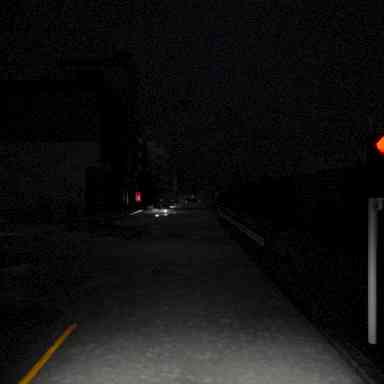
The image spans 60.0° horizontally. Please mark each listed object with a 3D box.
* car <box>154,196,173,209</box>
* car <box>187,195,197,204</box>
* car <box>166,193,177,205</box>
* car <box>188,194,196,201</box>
[{"bbox_3d":[-4.061,1.579,45.680,1.994,1.385,4.181,0,0,0],"label":"car"},{"bbox_3d":[0.046,1.513,66.262,2.128,1.511,4.902,0,0,0],"label":"car"},{"bbox_3d":[-4.047,1.370,55.411,2.097,1.767,4.553,0,0,0],"label":"car"},{"bbox_3d":[0.051,1.335,76.682,1.882,1.535,5.008,0,0,0],"label":"car"}]
